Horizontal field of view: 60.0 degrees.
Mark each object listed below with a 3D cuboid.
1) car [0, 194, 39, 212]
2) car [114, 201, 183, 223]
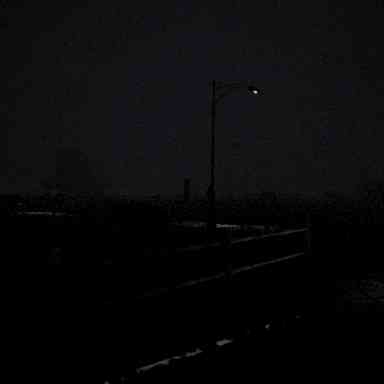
[{"bbox_3d":[-16.227,0.968,30.714,5.008,1.535,1.882,1,0,32],"label":"car"},{"bbox_3d":[-3.006,1.296,22.727,4.718,1.301,1.895,1,0,30],"label":"car"}]
